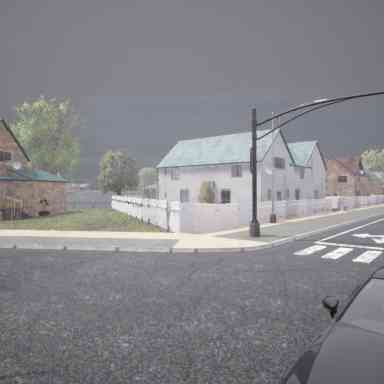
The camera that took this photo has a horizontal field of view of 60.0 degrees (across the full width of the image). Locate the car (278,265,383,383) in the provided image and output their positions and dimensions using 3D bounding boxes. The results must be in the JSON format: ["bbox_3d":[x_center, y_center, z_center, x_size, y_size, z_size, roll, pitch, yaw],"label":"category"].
[{"bbox_3d":[2.517,1.524,3.390,1.812,1.442,4.674,0,0,42],"label":"car"}]
